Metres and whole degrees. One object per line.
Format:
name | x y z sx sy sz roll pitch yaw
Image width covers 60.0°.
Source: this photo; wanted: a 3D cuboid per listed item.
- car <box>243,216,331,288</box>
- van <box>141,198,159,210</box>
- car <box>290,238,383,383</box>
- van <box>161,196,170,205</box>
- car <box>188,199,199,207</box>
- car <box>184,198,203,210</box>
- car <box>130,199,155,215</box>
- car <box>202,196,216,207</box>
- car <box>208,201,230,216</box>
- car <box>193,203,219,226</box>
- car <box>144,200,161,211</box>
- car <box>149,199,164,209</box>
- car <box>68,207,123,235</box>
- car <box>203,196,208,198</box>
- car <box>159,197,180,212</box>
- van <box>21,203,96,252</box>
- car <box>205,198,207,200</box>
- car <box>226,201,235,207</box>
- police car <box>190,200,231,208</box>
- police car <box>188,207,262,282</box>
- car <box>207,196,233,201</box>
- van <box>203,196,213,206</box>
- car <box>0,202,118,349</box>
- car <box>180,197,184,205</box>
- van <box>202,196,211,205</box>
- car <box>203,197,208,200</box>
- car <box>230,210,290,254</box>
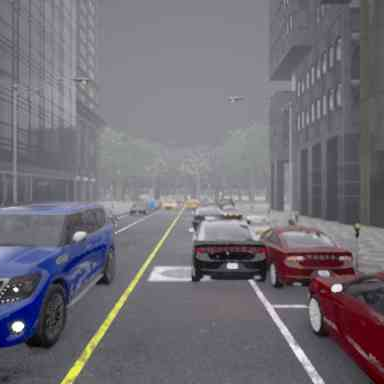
car | 2.798 1.602 9.284 1.887 1.381 4.507 0 0 0
van | -5.599 1.600 41.944 1.690 1.788 3.998 0 0 0
car | 2.776 1.569 3.847 1.887 1.381 4.507 0 0 0
van | -5.492 1.778 69.131 1.690 1.788 3.998 0 0 0
car | 0.243 1.953 61.782 1.994 1.385 4.181 0 0 0
car | 0.200 1.775 47.836 1.882 1.535 5.008 0 0 1
car | -5.620 1.790 36.505 1.947 1.339 4.313 0 0 0
car | 2.990 1.680 58.223 2.192 1.841 5.009 0 0 0
car | 2.905 1.775 36.471 2.008 1.369 4.403 0 0 0
car | 1.002 1.685 25.996 1.812 1.442 4.674 0 0 0
car | -5.578 1.818 47.210 1.752 1.417 4.829 0 0 0
car | -5.556 1.895 52.817 1.947 1.339 4.313 0 0 0
car | -5.685 1.673 20.193 2.008 1.369 4.403 0 0 0
car | 2.969 1.769 52.784 1.967 1.590 4.097 0 0 0
car | -2.924 1.751 44.177 1.882 1.535 5.008 0 0 0
van | -5.706 1.430 14.757 1.690 1.788 3.998 0 0 0
car | 2.927 1.785 42.079 1.752 1.417 4.829 0 0 0
car | 2.863 1.683 25.767 1.752 1.417 4.829 0 0 0
police car | 0.978 1.548 20.107 1.930 1.638 5.238 0 0 0
police car | 0.928 1.487 10.106 1.930 1.638 5.238 0 0 0
car | 2.883 1.505 31.035 2.192 1.841 5.009 0 0 0
van | 3.012 1.742 63.660 1.690 1.788 3.998 0 0 0
car | -3.075 1.262 6.689 2.150 2.045 5.566 0 0 0
car | -2.713 1.809 72.856 2.097 1.767 4.553 0 0 0
van | 3.033 1.779 69.097 1.690 1.788 3.998 0 0 0
car | 2.948 1.839 47.346 1.887 1.381 4.507 0 0 0
car | 2.820 1.616 14.892 1.752 1.417 4.829 0 0 0
